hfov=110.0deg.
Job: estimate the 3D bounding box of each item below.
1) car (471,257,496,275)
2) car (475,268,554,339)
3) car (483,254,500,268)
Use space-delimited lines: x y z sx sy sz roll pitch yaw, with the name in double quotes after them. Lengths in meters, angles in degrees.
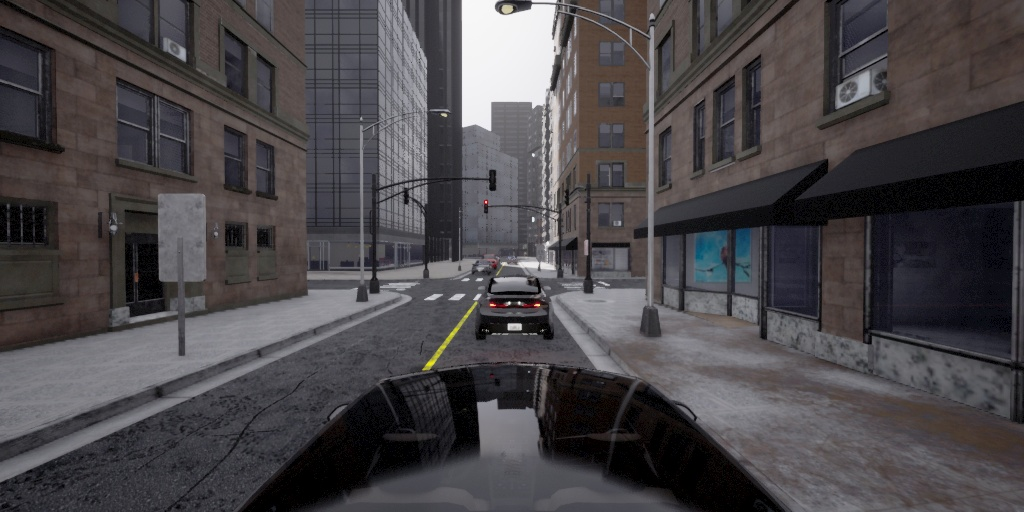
-3.143 1.163 37.989 2.128 1.511 4.902 0 0 0 "car"
0.068 1.252 10.001 1.837 1.490 4.892 0 0 0 "car"
-3.160 0.800 49.284 2.150 2.045 5.566 0 1 0 "car"
